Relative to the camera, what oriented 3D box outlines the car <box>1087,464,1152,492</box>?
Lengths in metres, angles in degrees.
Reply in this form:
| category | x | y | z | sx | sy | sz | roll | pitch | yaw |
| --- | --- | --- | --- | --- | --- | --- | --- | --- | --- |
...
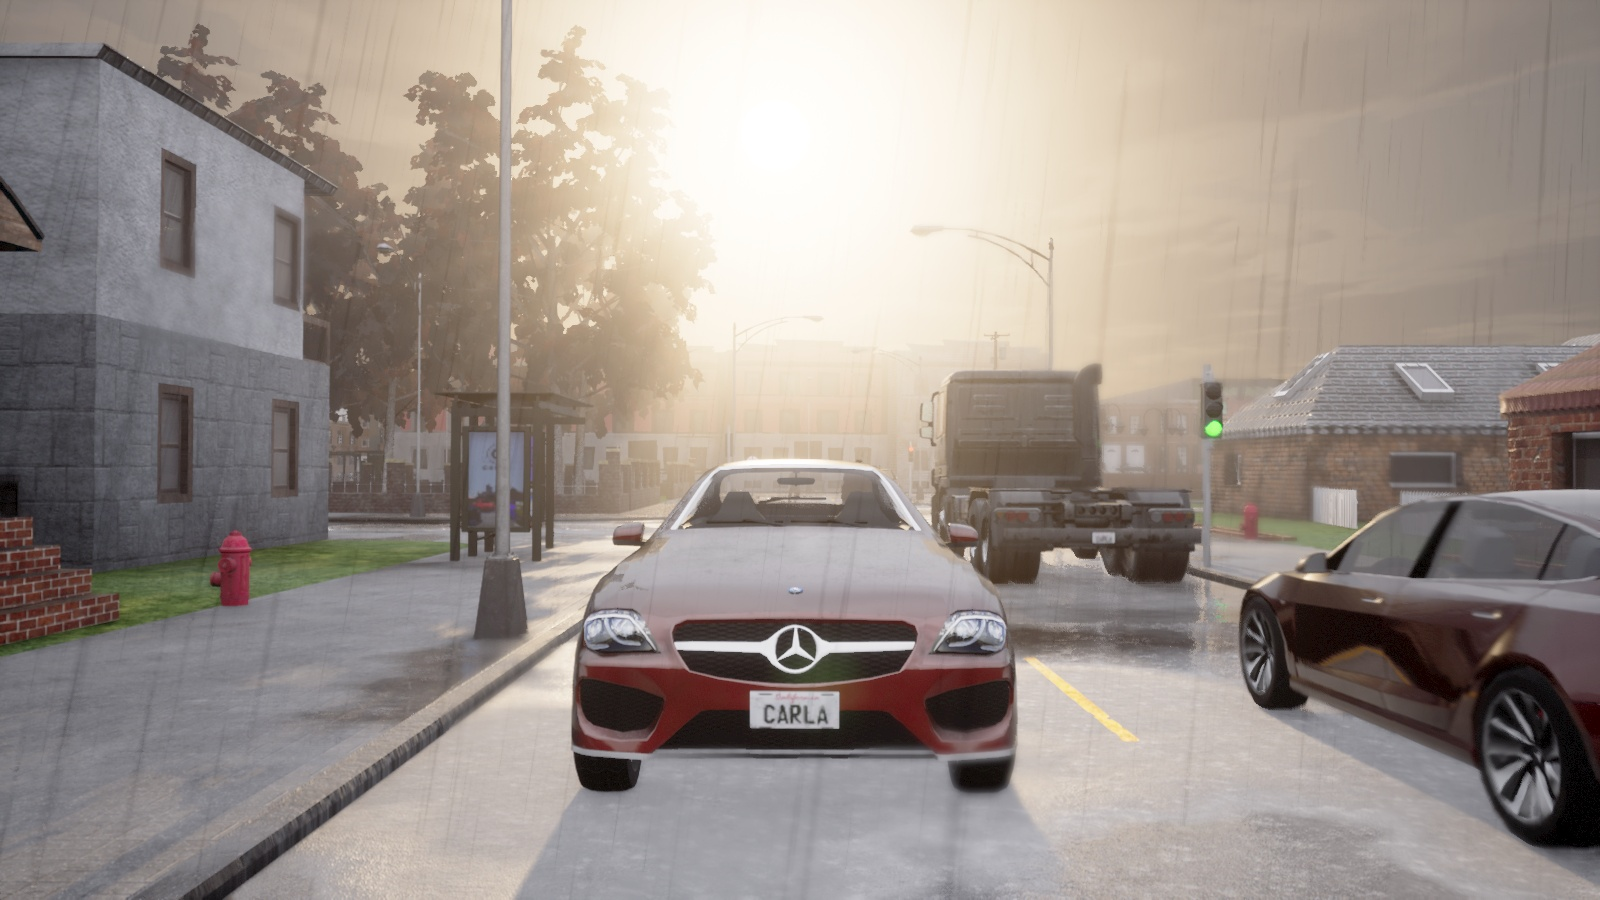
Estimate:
| category | x | y | z | sx | sy | sz | roll | pitch | yaw |
| --- | --- | --- | --- | --- | --- | --- | --- | --- | --- |
| car | 21.586 | 1.904 | 84.958 | 3.866 | 1.878 | 1.905 | 0 | -1 | 0 |

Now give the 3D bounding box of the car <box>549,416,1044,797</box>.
| category | x | y | z | sx | sy | sz | roll | pitch | yaw |
| --- | --- | --- | --- | --- | --- | --- | --- | --- | --- |
| car | -0.021 | 0.722 | 7.992 | 2.152 | 1.651 | 5.027 | 0 | -1 | 0 |

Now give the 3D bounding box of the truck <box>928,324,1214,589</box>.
| category | x | y | z | sx | sy | sz | roll | pitch | yaw |
| --- | --- | --- | --- | --- | --- | --- | --- | --- | --- |
| truck | 3.948 | 0.148 | 20.412 | 2.891 | 3.462 | 7.936 | 0 | -1 | 0 |

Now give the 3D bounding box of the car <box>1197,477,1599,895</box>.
| category | x | y | z | sx | sy | sz | roll | pitch | yaw |
| --- | --- | --- | --- | --- | --- | --- | --- | --- | --- |
| car | 3.983 | 0.907 | 6.741 | 2.163 | 1.488 | 4.792 | 0 | -1 | 0 |
